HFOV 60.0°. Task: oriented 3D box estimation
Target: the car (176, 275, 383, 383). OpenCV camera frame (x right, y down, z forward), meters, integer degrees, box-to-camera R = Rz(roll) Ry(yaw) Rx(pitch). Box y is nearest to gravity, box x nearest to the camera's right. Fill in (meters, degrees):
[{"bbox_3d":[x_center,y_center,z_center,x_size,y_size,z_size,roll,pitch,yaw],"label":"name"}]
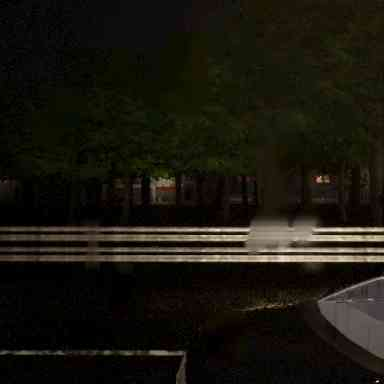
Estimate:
[{"bbox_3d":[2.319,1.492,2.865,4.902,1.511,2.128,0,0,0],"label":"car"}]
